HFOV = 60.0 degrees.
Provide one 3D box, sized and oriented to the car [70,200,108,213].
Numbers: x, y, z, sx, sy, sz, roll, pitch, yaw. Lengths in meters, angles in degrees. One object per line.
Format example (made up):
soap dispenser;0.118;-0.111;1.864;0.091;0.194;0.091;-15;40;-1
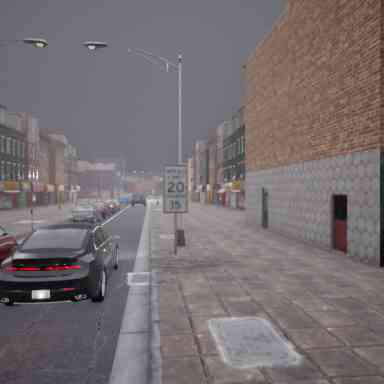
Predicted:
car;-7.472;1.534;23.479;2.008;1.369;4.403;0;0;-7

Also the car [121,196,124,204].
car;-9.475;1.495;39.486;1.752;1.417;4.829;0;0;-7

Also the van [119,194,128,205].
van;-11.521;1.302;55.830;1.690;1.788;3.998;0;0;-7

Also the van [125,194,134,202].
van;-13.544;1.298;72.005;1.690;1.788;3.998;0;0;-7

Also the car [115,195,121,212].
car;-8.822;1.414;34.262;1.967;1.590;4.097;0;0;-7

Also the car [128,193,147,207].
car;-8.211;1.180;51.454;2.150;2.045;5.566;0;0;-7

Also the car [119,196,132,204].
car;-12.194;1.525;61.222;1.947;1.339;4.313;0;0;-7

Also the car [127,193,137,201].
car;-14.894;1.273;82.789;2.192;1.841;5.009;0;0;-7

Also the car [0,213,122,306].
car;-2.886;1.501;8.096;1.837;1.490;4.892;0;0;-7

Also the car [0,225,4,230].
car;-5.450;1.442;7.303;1.967;1.590;4.097;0;0;-7

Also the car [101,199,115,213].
car;-8.147;1.523;28.870;1.887;1.381;4.507;0;0;-7
